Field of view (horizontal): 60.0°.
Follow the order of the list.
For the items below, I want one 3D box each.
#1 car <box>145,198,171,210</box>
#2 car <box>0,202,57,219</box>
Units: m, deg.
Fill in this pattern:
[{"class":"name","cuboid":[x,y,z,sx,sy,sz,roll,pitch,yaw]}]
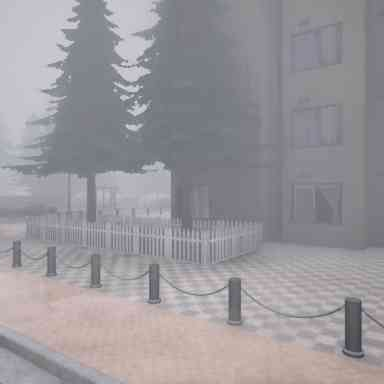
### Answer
[{"class":"car","cuboid":[-3.902,1.476,42.631,2.128,1.511,4.902,0,0,37]},{"class":"car","cuboid":[-14.366,1.585,28.805,1.895,1.301,4.718,0,0,37]}]
